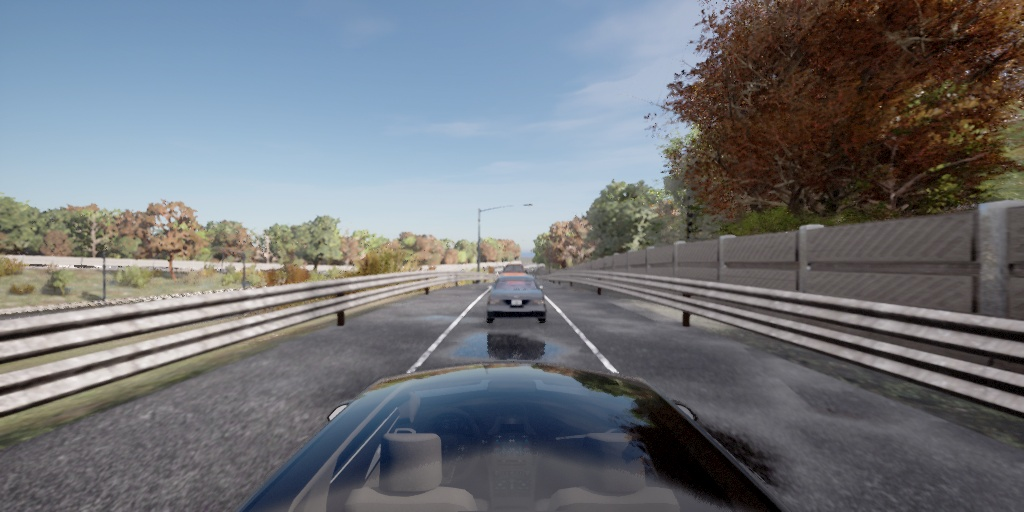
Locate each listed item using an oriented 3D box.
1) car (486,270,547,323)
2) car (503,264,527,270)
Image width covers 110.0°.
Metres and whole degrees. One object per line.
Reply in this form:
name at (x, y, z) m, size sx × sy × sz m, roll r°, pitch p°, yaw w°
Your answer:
car at (0.131, 1.356, 12.320) m, size 2.033 × 1.411 × 5.357 m, roll 0°, pitch -1°, yaw 0°
car at (0.108, 1.534, 25.704) m, size 2.097 × 1.767 × 4.553 m, roll 0°, pitch -2°, yaw 0°
